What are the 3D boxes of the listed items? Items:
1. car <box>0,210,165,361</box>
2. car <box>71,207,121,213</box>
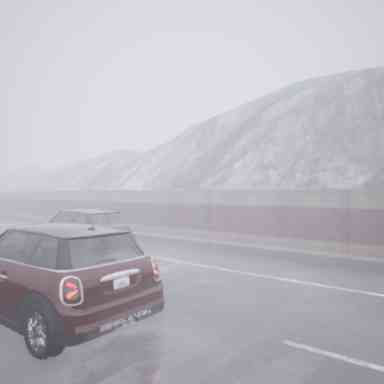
[{"bbox_3d":[-2.714,1.365,6.240,4.553,1.767,2.097,0,0,38],"label":"car"},{"bbox_3d":[-4.033,1.377,11.838,4.553,1.767,2.097,0,0,40],"label":"car"}]
